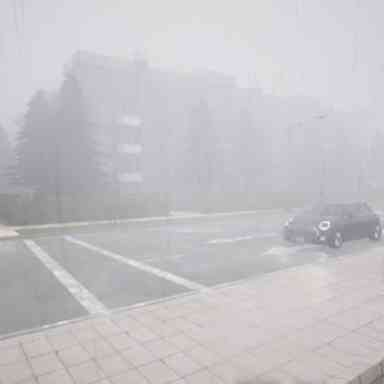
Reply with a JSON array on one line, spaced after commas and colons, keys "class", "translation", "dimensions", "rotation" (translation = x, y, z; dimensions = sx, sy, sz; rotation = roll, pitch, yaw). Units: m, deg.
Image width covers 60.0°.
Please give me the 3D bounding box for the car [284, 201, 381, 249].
[{"class": "car", "translation": [5.894, 1.191, 13.875], "dimensions": [4.553, 1.767, 2.097], "rotation": [-1, 1, -36]}]
